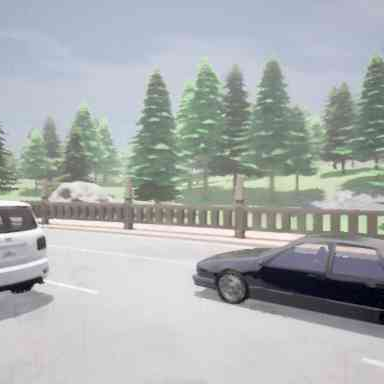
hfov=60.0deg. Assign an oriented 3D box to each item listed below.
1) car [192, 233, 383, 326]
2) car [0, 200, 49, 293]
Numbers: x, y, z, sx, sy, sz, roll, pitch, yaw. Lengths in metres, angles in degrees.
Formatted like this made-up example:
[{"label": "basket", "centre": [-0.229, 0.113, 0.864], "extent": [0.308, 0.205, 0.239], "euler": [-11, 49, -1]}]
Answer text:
[{"label": "car", "centre": [2.630, 1.519, 6.279], "extent": [5.357, 1.411, 2.033], "euler": [0, 0, 34]}, {"label": "car", "centre": [-5.582, 1.175, 7.306], "extent": [5.566, 2.045, 2.150], "euler": [0, 0, 30]}]
